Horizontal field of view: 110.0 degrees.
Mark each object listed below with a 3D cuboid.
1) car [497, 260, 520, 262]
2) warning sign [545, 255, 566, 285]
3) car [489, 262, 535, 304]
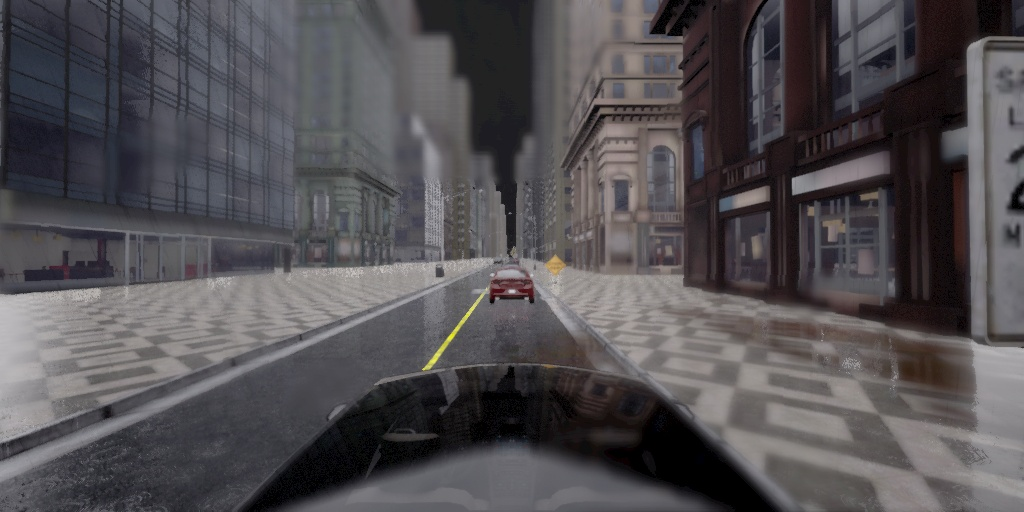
[{"bbox_3d":[0.000,1.304,31.502,2.033,1.411,5.357,0,0,0],"label":"car"},{"bbox_3d":[2.718,0.862,22.331,1.300,1.860,1.060,0,0,0],"label":"warning sign"},{"bbox_3d":[0.000,1.234,16.501,1.882,1.535,5.008,0,0,0],"label":"car"}]
